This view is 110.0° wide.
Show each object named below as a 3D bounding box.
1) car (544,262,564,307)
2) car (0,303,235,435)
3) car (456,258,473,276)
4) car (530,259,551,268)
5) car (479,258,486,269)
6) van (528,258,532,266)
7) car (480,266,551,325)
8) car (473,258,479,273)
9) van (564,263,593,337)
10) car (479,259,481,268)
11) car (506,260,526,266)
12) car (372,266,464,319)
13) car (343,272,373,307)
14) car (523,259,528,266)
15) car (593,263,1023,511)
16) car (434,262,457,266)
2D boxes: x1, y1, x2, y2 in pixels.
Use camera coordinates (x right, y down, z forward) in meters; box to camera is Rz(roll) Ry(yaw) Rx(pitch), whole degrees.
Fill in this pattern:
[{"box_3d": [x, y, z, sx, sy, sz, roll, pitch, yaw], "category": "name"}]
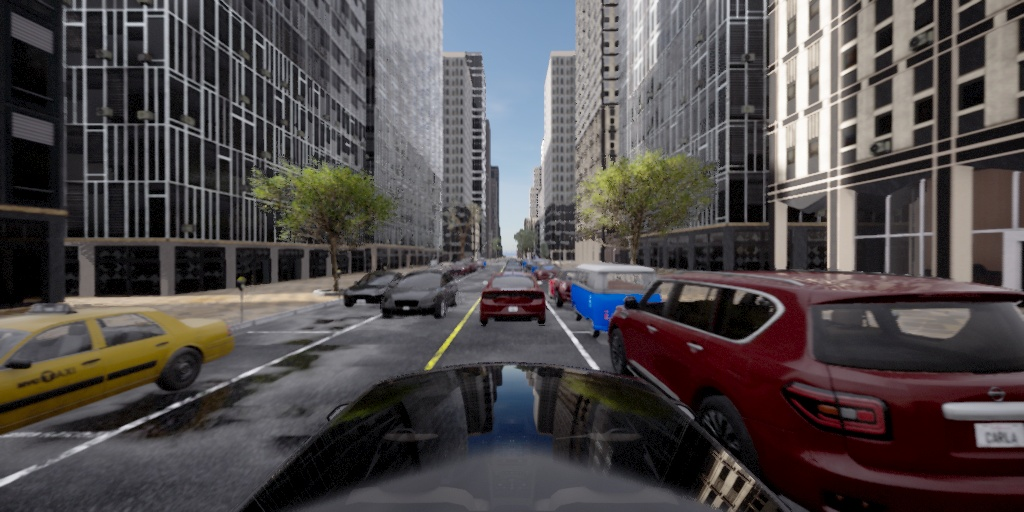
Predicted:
[{"box_3d": [2.686, 1.229, 15.721, 1.967, 1.591, 4.097, 0, 0, 0], "category": "car"}, {"box_3d": [-5.692, 1.282, 4.181, 1.751, 1.417, 4.829, 0, 0, 0], "category": "car"}, {"box_3d": [-5.700, 1.290, 38.453, 1.967, 1.591, 4.097, 0, 0, 0], "category": "car"}, {"box_3d": [2.682, 1.260, 27.088, 1.967, 1.591, 4.097, 0, 0, 0], "category": "car"}, {"box_3d": [-5.707, 1.492, 61.189, 1.802, 1.307, 4.207, 0, 0, 0], "category": "car"}, {"box_3d": [2.681, 1.176, 32.771, 1.690, 1.789, 3.998, 0, 0, 0], "category": "van"}, {"box_3d": [0.017, 1.256, 11.922, 1.882, 1.535, 5.008, 0, 0, 0], "category": "car"}, {"box_3d": [-5.702, 1.180, 44.137, 2.192, 1.841, 5.009, 0, 0, 0], "category": "car"}, {"box_3d": [2.687, 1.114, 10.037, 1.690, 1.789, 3.998, 0, 0, 0], "category": "van"}, {"box_3d": [-5.704, 1.462, 49.820, 1.802, 1.307, 4.207, 0, 0, 0], "category": "car"}, {"box_3d": [0.091, 1.391, 35.915, 2.033, 1.411, 5.357, 0, 0, 0], "category": "car"}, {"box_3d": [-3.100, 1.286, 12.935, 1.837, 1.490, 4.892, 0, 0, 0], "category": "car"}, {"box_3d": [-5.695, 1.355, 15.719, 1.948, 1.339, 4.313, 0, 0, 0], "category": "car"}, {"box_3d": [2.677, 1.431, 49.823, 2.007, 1.370, 4.403, 0, 0, 0], "category": "car"}, {"box_3d": [2.689, 1.072, 4.354, 2.192, 1.841, 5.009, 0, 0, 0], "category": "car"}, {"box_3d": [-5.698, 1.370, 27.086, 2.007, 1.370, 4.403, 0, 0, 0], "category": "car"}]
